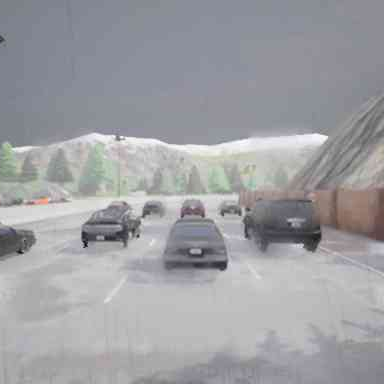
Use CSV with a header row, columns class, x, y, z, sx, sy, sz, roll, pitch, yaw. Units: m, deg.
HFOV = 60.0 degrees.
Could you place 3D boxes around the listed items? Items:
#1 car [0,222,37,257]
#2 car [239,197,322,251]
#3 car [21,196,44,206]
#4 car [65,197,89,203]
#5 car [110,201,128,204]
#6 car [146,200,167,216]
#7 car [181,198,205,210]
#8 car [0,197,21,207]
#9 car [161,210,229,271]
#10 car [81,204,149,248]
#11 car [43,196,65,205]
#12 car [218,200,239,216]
class,x,y,z,sx,sy,sz,roll,pitch,yaw
car,-6.908,1.555,10.385,2.033,1.411,5.357,0,0,0
car,3.589,1.223,14.149,2.150,2.045,5.566,0,0,0
car,-24.561,1.382,52.859,2.097,1.767,4.553,0,0,1
car,-17.577,1.503,51.902,1.882,1.535,5.008,0,0,1
car,-6.929,1.539,31.818,1.812,1.442,4.674,0,0,0
car,-3.427,1.515,30.746,1.837,1.490,4.892,0,0,0
car,0.072,1.360,30.325,2.097,1.767,4.553,0,0,0
car,-28.108,1.522,51.930,2.128,1.511,4.902,0,0,1
car,0.092,1.550,10.916,2.033,1.411,5.357,0,0,0
car,-3.412,1.498,14.804,2.128,1.511,4.902,0,0,0
car,-21.071,1.553,52.355,1.812,1.442,4.674,0,0,1
car,3.572,1.532,31.746,1.812,1.442,4.674,0,0,0
